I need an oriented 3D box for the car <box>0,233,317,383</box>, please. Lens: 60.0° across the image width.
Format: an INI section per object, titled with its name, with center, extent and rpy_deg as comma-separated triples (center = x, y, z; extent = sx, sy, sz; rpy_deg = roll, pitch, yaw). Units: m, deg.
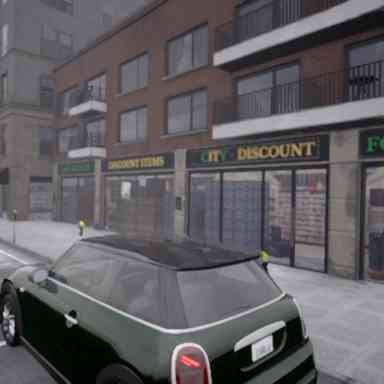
[car]
center = -0.867, 1.327, 4.388
extent = 2.097, 1.767, 4.553
rpy_deg = 1, 0, -44
